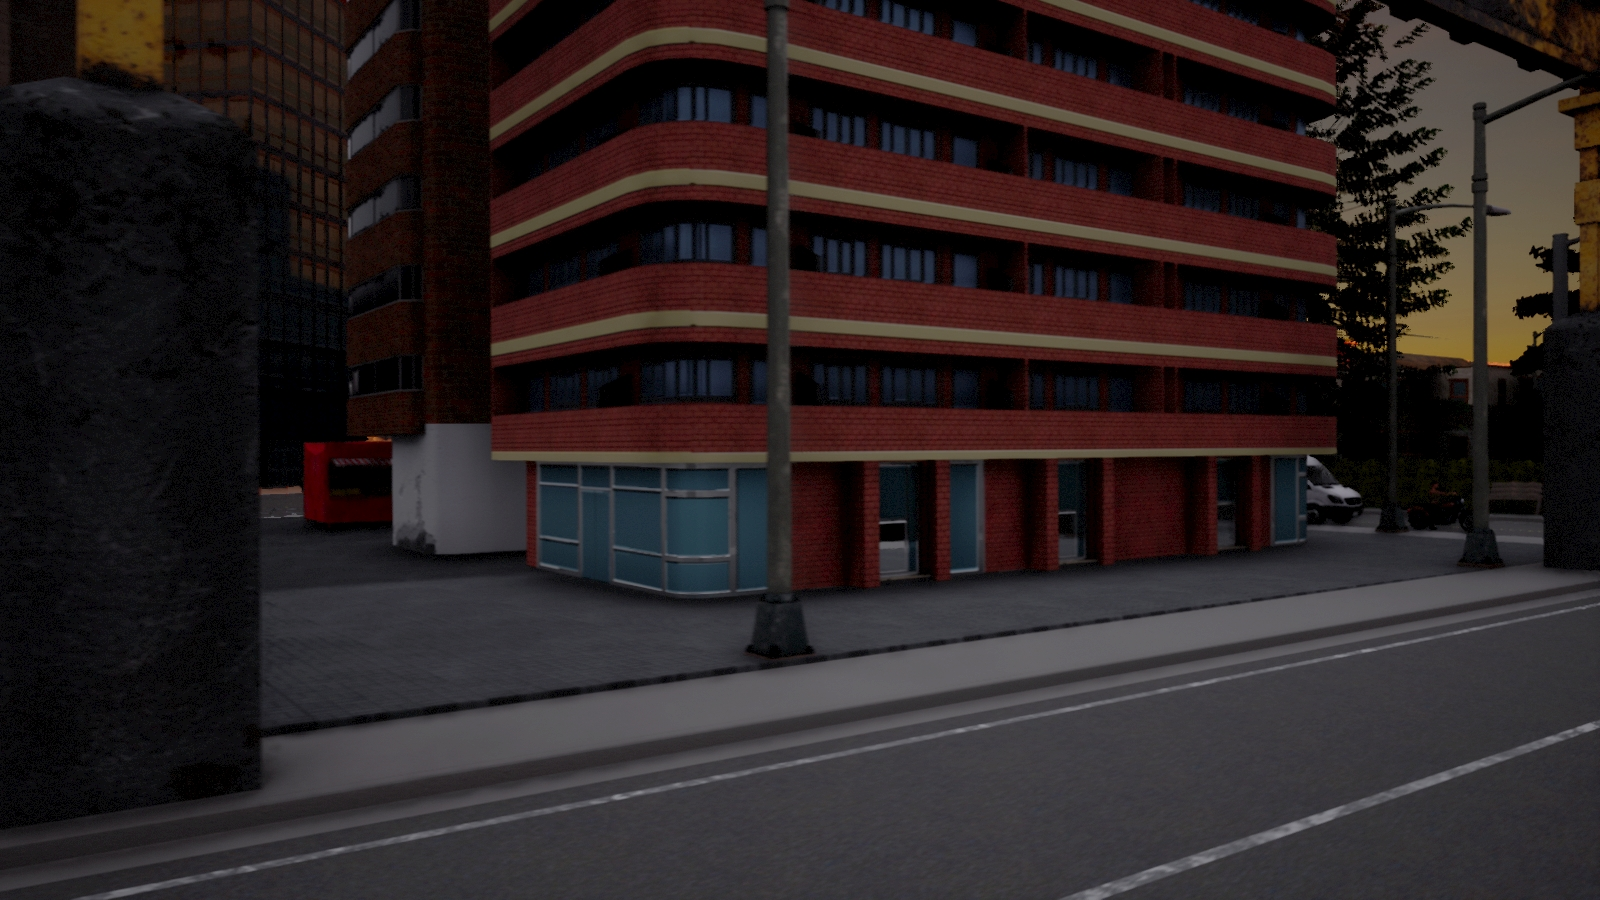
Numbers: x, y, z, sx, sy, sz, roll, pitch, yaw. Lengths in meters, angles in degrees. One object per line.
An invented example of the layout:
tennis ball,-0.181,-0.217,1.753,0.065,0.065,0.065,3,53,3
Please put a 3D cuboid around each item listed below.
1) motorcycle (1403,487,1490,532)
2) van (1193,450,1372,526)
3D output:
motorcycle,21.009,1.914,37.186,0.764,1.332,2.356,0,0,-35
van,17.626,1.306,42.059,1.988,2.561,5.915,0,0,-35
